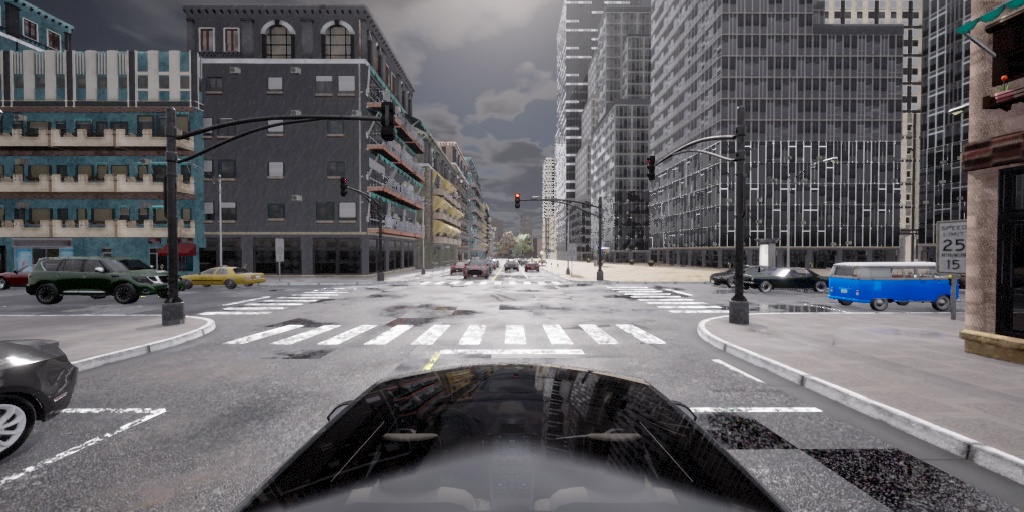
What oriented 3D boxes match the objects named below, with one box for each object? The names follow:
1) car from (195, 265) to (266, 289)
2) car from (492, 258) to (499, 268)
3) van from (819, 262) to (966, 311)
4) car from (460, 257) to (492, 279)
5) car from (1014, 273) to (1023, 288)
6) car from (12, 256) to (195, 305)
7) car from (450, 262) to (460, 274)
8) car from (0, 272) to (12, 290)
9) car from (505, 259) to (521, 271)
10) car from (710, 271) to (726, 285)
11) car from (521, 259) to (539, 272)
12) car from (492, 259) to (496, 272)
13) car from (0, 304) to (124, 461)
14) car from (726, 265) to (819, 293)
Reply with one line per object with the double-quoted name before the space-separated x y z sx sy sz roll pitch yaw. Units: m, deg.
"car" -17.941 1.246 22.069 4.829 1.417 1.751 0 0 0
"car" -3.241 1.345 51.564 1.895 1.301 4.718 0 0 0
"van" 14.656 1.117 13.840 3.998 1.789 1.690 0 0 0
"car" -3.165 1.097 32.472 2.097 1.767 4.553 0 0 -1
"car" 24.592 1.218 19.663 5.357 1.411 2.033 0 1 0
"car" -18.258 1.031 16.260 5.566 2.045 2.150 0 1 0
"car" -5.803 1.289 40.189 1.888 1.381 4.507 0 0 0
"car" -28.839 1.189 22.019 4.097 1.591 1.967 0 0 0
"car" -0.041 1.345 49.675 1.895 1.301 4.718 0 0 0
"car" 14.617 1.215 22.220 4.313 1.339 1.948 0 0 0
"car" 2.527 1.289 45.920 1.888 1.381 4.507 0 0 0
"car" -3.214 1.345 41.501 1.895 1.301 4.718 0 0 0
"car" -5.690 1.300 2.123 2.007 1.370 4.403 0 0 0
"car" 14.804 1.289 19.621 4.718 1.301 1.895 0 1 0
